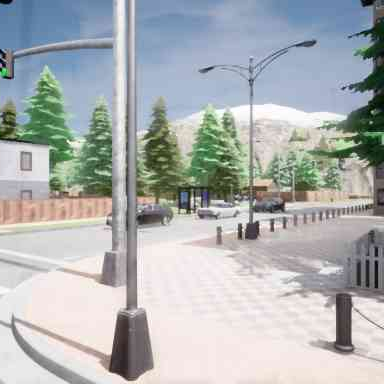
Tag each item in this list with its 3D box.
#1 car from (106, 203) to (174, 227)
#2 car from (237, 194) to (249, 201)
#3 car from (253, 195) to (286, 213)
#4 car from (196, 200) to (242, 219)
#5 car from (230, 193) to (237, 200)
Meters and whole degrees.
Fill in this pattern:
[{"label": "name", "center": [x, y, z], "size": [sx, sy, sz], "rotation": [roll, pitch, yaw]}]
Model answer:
[{"label": "car", "center": [-3.223, 1.476, 21.240], "size": [2.128, 1.511, 4.902], "rotation": [0, 0, 37]}, {"label": "car", "center": [13.001, 1.144, 77.963], "size": [1.932, 1.855, 4.605], "rotation": [0, 0, 36]}, {"label": "car", "center": [8.594, 1.337, 36.734], "size": [2.097, 1.767, 4.553], "rotation": [0, 0, 38]}, {"label": "car", "center": [2.399, 1.586, 28.628], "size": [1.895, 1.301, 4.718], "rotation": [0, 0, 37]}, {"label": "car", "center": [10.737, 1.146, 79.124], "size": [1.905, 1.878, 3.866], "rotation": [0, 0, 36]}]
